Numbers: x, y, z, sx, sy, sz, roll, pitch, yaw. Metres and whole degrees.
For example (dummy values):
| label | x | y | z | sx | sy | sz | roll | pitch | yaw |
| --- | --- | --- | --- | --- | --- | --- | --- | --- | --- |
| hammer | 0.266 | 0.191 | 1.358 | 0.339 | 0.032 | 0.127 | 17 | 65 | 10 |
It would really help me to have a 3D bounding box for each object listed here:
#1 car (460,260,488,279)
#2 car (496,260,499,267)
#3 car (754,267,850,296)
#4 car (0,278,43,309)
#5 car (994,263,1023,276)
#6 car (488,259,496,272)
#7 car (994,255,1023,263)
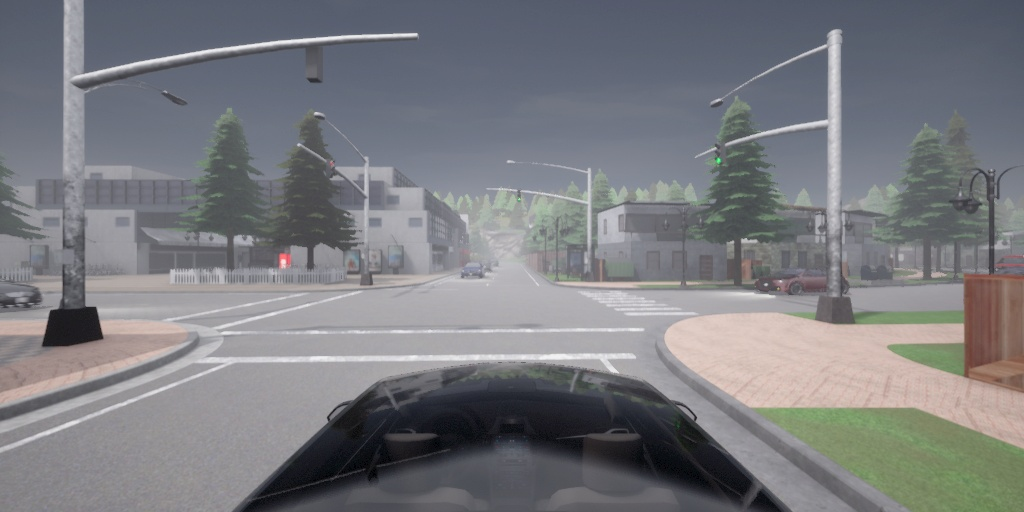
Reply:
| label | x | y | z | sx | sy | sz | roll | pitch | yaw |
| --- | --- | --- | --- | --- | --- | --- | --- | --- | --- |
| car | -3.525 | 1.283 | 33.033 | 1.812 | 1.442 | 4.674 | 0 | 0 | 0 |
| car | -3.357 | 1.259 | 65.268 | 2.128 | 1.511 | 4.902 | 0 | 0 | 0 |
| car | 15.084 | 1.297 | 18.760 | 4.181 | 1.385 | 1.994 | 0 | 0 | -7 |
| car | -20.212 | 1.296 | 12.947 | 4.902 | 1.511 | 2.128 | 1 | 0 | -2 |
| car | 24.819 | 1.240 | 16.969 | 4.902 | 1.511 | 2.128 | 0 | 0 | -16 |
| car | -3.494 | 1.247 | 45.122 | 2.128 | 1.511 | 4.902 | 0 | 0 | 0 |
| car | 35.880 | 0.956 | 25.185 | 5.566 | 2.045 | 2.150 | 0 | 0 | -28 |
